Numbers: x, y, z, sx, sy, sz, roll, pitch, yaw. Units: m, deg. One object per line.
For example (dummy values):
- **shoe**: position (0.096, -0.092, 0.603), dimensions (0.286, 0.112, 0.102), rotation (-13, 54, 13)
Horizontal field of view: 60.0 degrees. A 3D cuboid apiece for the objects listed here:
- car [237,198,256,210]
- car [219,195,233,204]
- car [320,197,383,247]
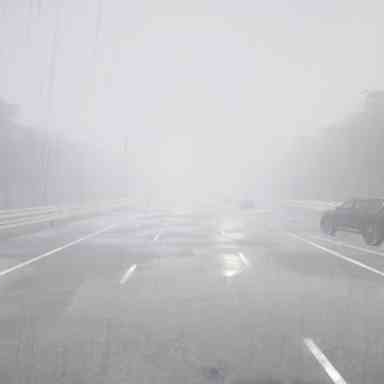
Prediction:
- **car**: position (7.009, 1.520, 43.078), dimensions (1.837, 1.490, 4.892), rotation (0, 0, 0)
- **car**: position (7.061, 1.624, 65.814), dimensions (2.033, 1.411, 5.357), rotation (0, 0, 0)
- **car**: position (8.197, 1.238, 15.401), dimensions (2.150, 2.045, 5.566), rotation (0, 0, -8)
